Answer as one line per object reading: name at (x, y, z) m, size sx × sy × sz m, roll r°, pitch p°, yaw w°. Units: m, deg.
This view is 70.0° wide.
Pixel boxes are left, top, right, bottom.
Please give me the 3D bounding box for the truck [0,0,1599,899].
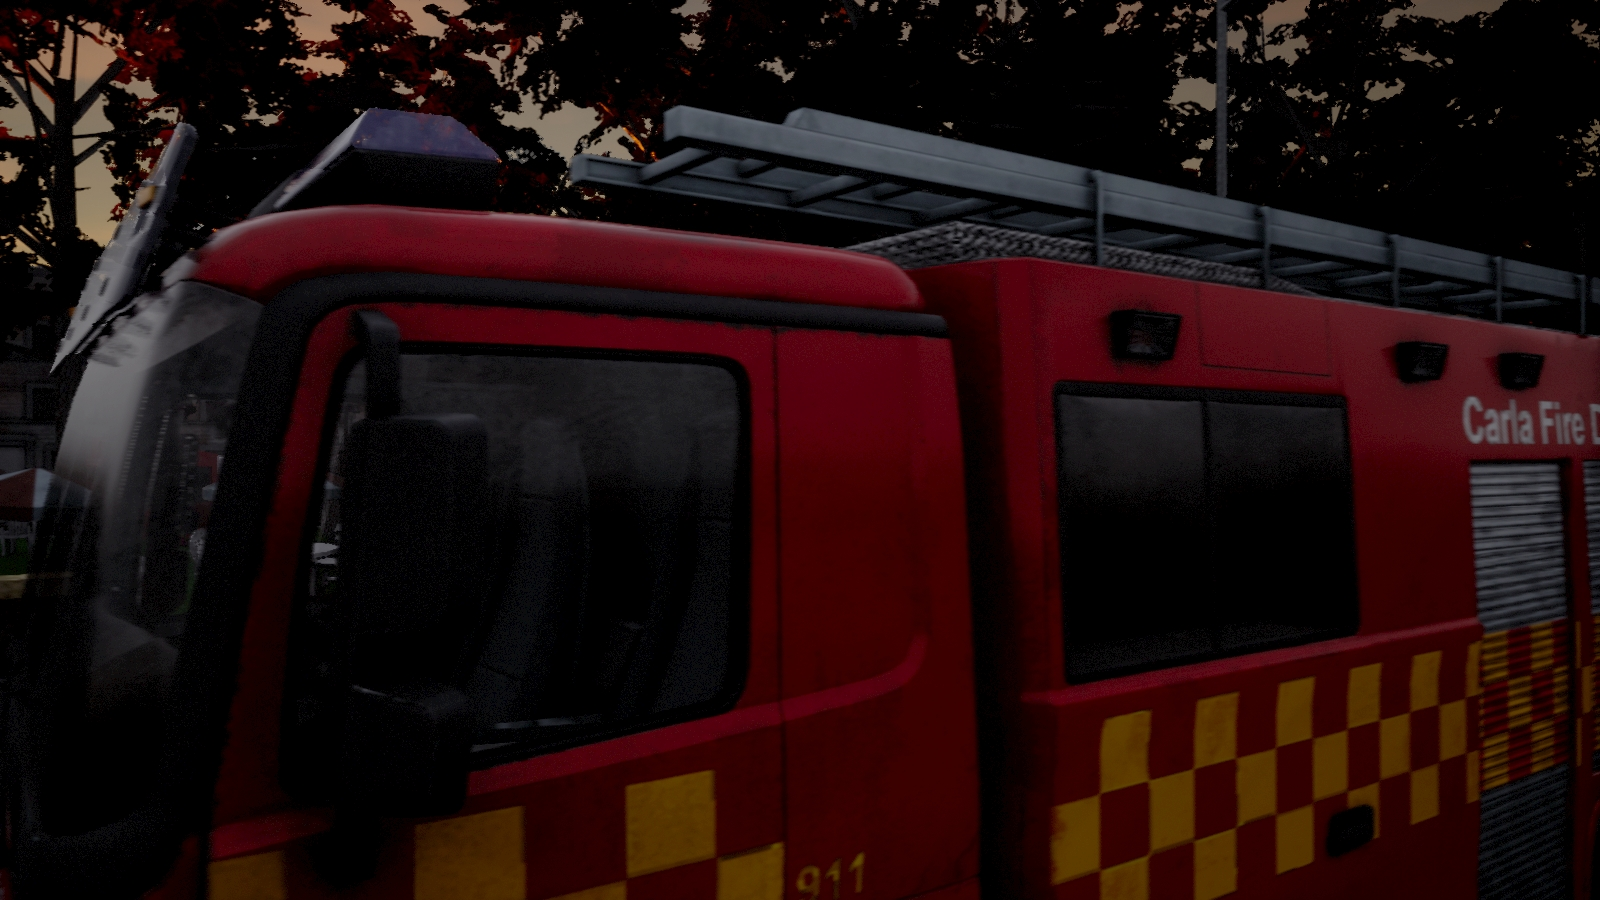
truck at (0.961, 0.670, 5.374) m, size 8.468 × 3.827 × 2.891 m, roll 0°, pitch 0°, yaw -35°
